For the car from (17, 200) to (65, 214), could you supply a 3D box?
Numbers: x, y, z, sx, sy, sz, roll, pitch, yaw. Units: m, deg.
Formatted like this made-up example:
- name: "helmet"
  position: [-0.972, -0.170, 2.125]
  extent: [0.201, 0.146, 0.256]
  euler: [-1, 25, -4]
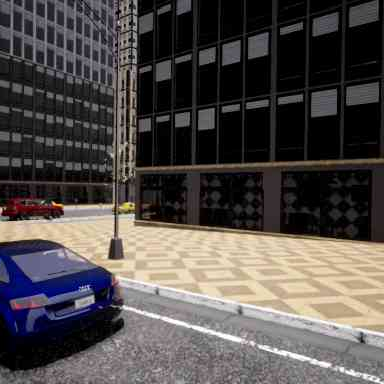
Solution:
- name: "car"
  position: [-17.347, 1.643, 38.527]
  extent: [1.752, 1.417, 4.829]
  euler: [1, 0, 36]

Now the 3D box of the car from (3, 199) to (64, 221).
- name: "car"
  position: [-13.814, 1.520, 29.166]
  extent: [2.192, 1.841, 5.009]
  euler: [1, 0, 36]

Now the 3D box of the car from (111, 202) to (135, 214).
- name: "car"
  position: [-7.051, 1.830, 38.403]
  extent: [1.752, 1.417, 4.829]
  euler: [1, 0, 36]

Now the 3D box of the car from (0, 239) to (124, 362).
- name: "car"
  position: [-3.212, 1.561, 5.956]
  extent: [4.181, 1.385, 1.994]
  euler: [0, 0, 34]
